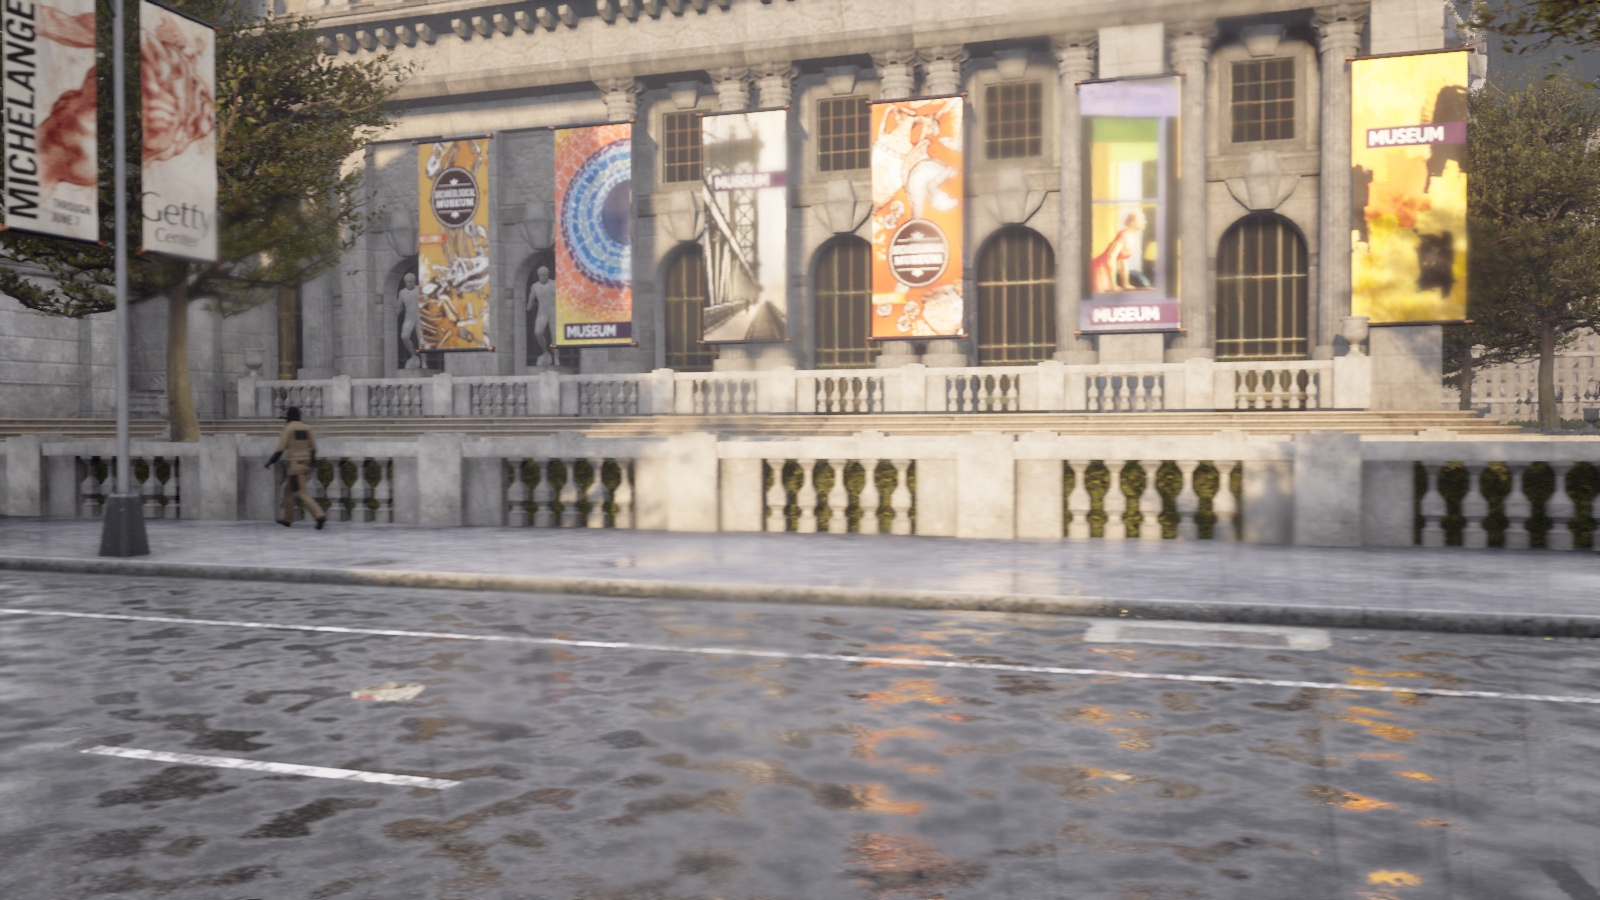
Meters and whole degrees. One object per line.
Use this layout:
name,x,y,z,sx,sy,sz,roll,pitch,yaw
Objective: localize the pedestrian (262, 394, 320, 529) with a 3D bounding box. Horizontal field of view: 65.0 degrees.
pedestrian,-7.427,0.162,18.318,0.692,1.930,0.396,1,1,22
